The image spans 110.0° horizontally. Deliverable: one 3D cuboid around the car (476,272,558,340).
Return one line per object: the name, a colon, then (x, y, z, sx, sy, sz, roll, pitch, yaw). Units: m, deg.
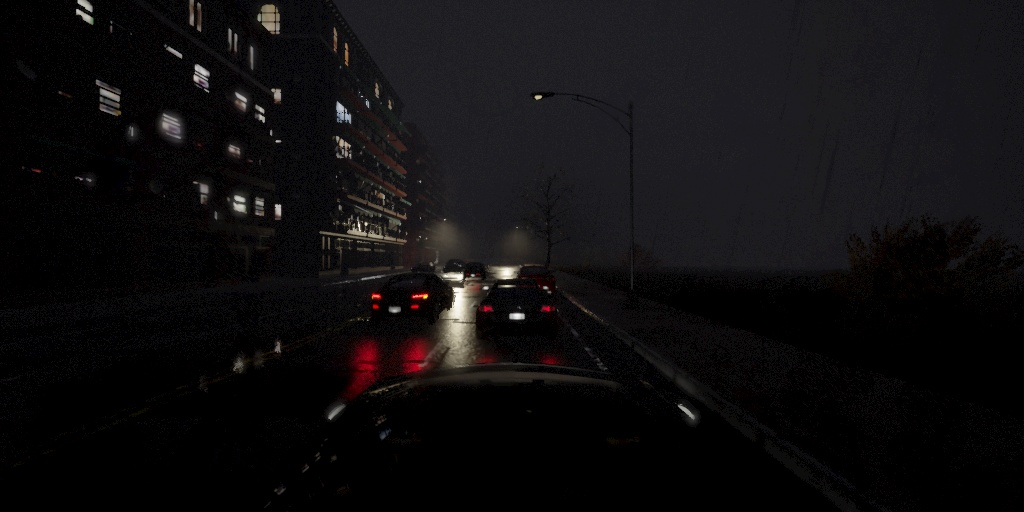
car: (0.109, 1.315, 9.996, 1.994, 1.385, 4.181, 0, 0, 0)

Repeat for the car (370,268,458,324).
car: (-3.143, 1.277, 11.917, 1.812, 1.442, 4.674, 0, 0, 0)

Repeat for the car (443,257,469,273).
car: (-6.563, 1.102, 41.327, 2.097, 1.767, 4.553, 0, 0, 0)

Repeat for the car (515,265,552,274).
car: (1.153, 1.230, 18.916, 1.882, 1.535, 5.008, 0, 0, 0)

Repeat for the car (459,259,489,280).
car: (-3.123, 1.258, 31.051, 1.837, 1.490, 4.892, 0, 1, 0)

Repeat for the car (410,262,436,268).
car: (-9.815, 1.351, 39.812, 1.895, 1.301, 4.718, 0, 0, 0)
